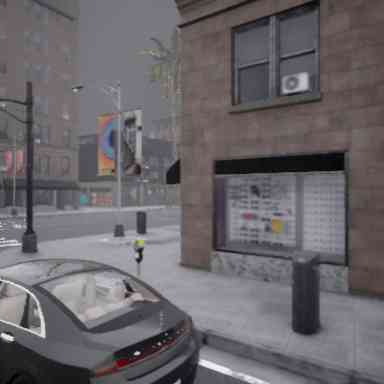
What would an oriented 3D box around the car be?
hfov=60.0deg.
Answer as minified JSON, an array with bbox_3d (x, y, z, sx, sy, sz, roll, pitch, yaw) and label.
[{"bbox_3d":[-1.968,1.554,4.245,4.403,1.369,2.008,0,0,35],"label":"car"}]
